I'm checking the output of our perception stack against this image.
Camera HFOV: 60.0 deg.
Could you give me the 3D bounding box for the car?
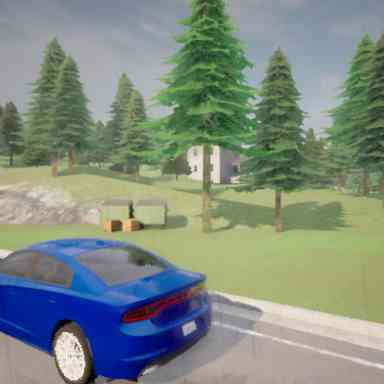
[{"bbox_3d":[-2.043,1.501,5.448,5.008,1.535,1.882,0,0,35],"label":"car"}]
